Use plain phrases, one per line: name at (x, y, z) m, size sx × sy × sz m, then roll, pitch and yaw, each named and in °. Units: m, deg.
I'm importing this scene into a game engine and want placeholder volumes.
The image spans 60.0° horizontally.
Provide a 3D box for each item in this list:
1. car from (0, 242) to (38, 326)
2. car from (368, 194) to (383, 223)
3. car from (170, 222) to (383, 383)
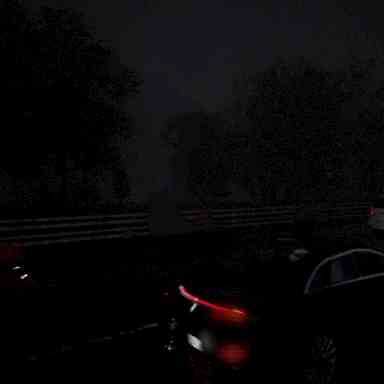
car at (-5.130, 1.233, 4.372) m, size 5.566 × 2.045 × 2.150 m, roll -1°, pitch 0°, yaw -36°
car at (10.235, 1.096, 15.078) m, size 5.566 × 2.045 × 2.150 m, roll 0°, pitch 0°, yaw -34°
car at (2.013, 1.457, 5.138) m, size 4.902 × 1.511 × 2.128 m, roll -1°, pitch 0°, yaw -35°
